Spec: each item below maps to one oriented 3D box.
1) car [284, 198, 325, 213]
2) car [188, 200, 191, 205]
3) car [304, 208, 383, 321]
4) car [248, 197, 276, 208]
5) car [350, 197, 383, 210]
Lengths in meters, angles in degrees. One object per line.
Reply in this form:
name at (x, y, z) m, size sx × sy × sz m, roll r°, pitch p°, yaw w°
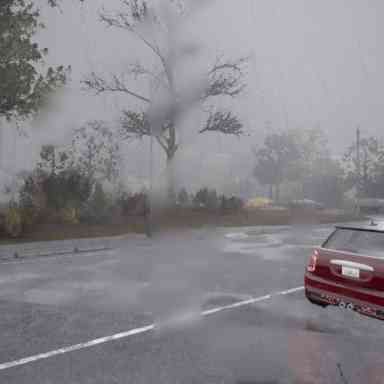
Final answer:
car at (12.518, 1.481, 37.206) m, size 1.882 × 1.535 × 5.008 m, roll 0°, pitch 0°, yaw -29°
car at (0.787, 1.712, 61.053) m, size 2.033 × 1.411 × 5.357 m, roll 0°, pitch -1°, yaw -23°
car at (4.396, 1.352, 6.747) m, size 4.553 × 1.767 × 2.097 m, roll 0°, pitch 0°, yaw -34°
car at (10.215, 1.522, 49.049) m, size 1.882 × 1.535 × 5.008 m, roll 0°, pitch 0°, yaw -26°
car at (18.579, 1.350, 33.663) m, size 2.097 × 1.767 × 4.553 m, roll 0°, pitch 0°, yaw -31°
